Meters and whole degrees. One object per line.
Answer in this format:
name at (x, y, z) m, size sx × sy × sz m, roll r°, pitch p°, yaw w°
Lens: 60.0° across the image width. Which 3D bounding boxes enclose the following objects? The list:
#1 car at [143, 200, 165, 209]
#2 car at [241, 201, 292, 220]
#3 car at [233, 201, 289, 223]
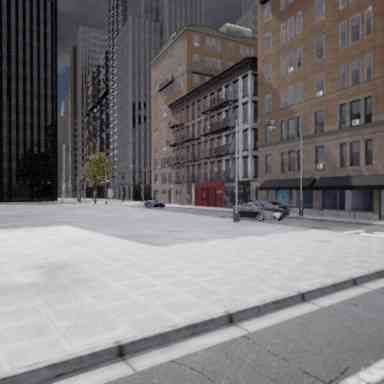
car at (-5.477, 1.815, 48.312) m, size 1.895 × 1.301 × 4.718 m, roll 0°, pitch 0°, yaw -26°
car at (6.588, 1.586, 29.943) m, size 1.837 × 1.490 × 4.892 m, roll 0°, pitch 0°, yaw -27°
car at (5.216, 1.572, 26.582) m, size 2.128 × 1.511 × 4.902 m, roll 0°, pitch 0°, yaw -26°
